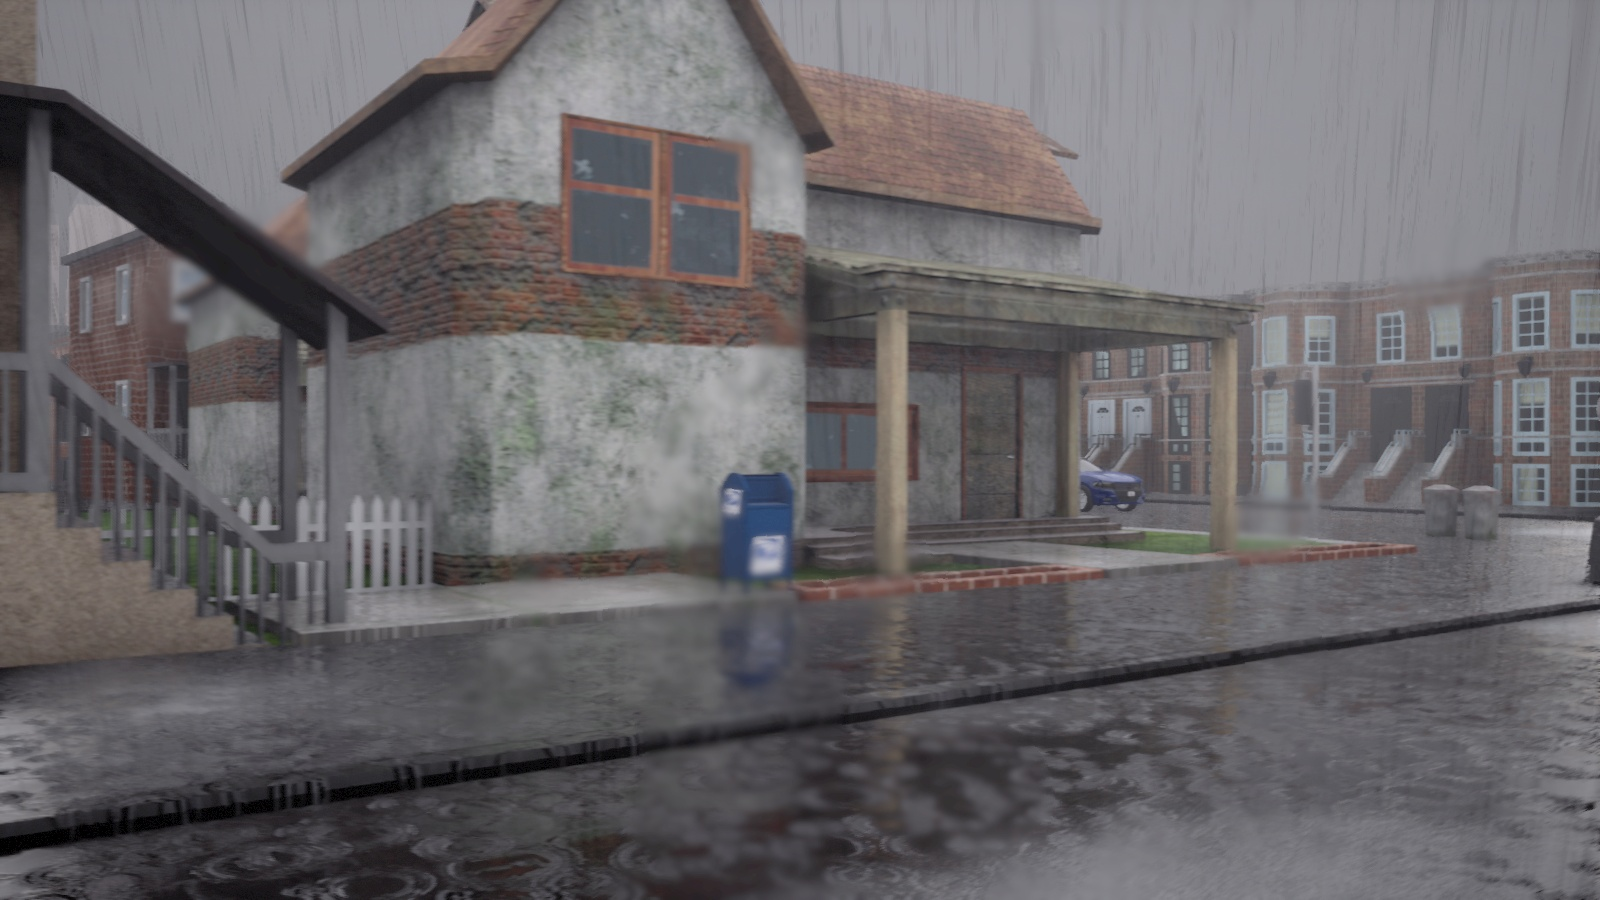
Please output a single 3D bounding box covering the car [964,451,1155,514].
[{"bbox_3d":[6.742,0.790,33.170,1.882,1.535,5.008,0,0,-35],"label":"car"}]
